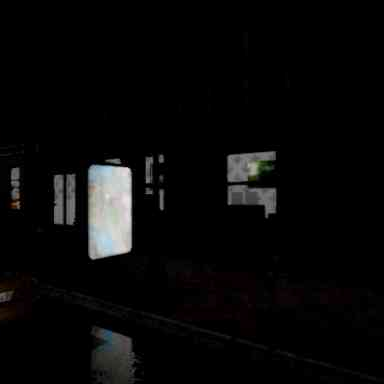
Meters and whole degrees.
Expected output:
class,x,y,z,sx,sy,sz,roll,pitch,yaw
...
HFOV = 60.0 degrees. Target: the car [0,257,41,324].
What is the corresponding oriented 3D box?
class,x,y,z,sx,sy,sz,roll,pitch,yaw
car,-4.767,1.558,6.273,4.829,1.417,1.752,0,0,35
